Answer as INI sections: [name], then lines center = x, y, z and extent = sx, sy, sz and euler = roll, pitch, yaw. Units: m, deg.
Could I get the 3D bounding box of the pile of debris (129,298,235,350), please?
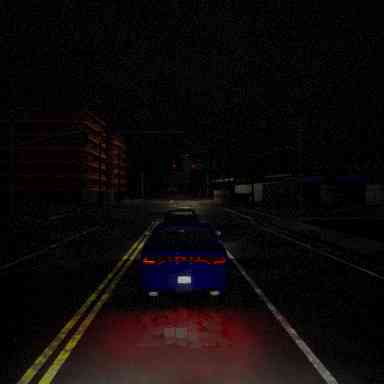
[pile of debris]
center = -0.175, 2.175, 5.675
extent = 1.500, 0.140, 1.860
euler = 0, 0, -2

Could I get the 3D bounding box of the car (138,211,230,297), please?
[car]
center = -0.216, 1.478, 8.646
extent = 1.882, 1.535, 5.008
euler = 0, 0, -2
